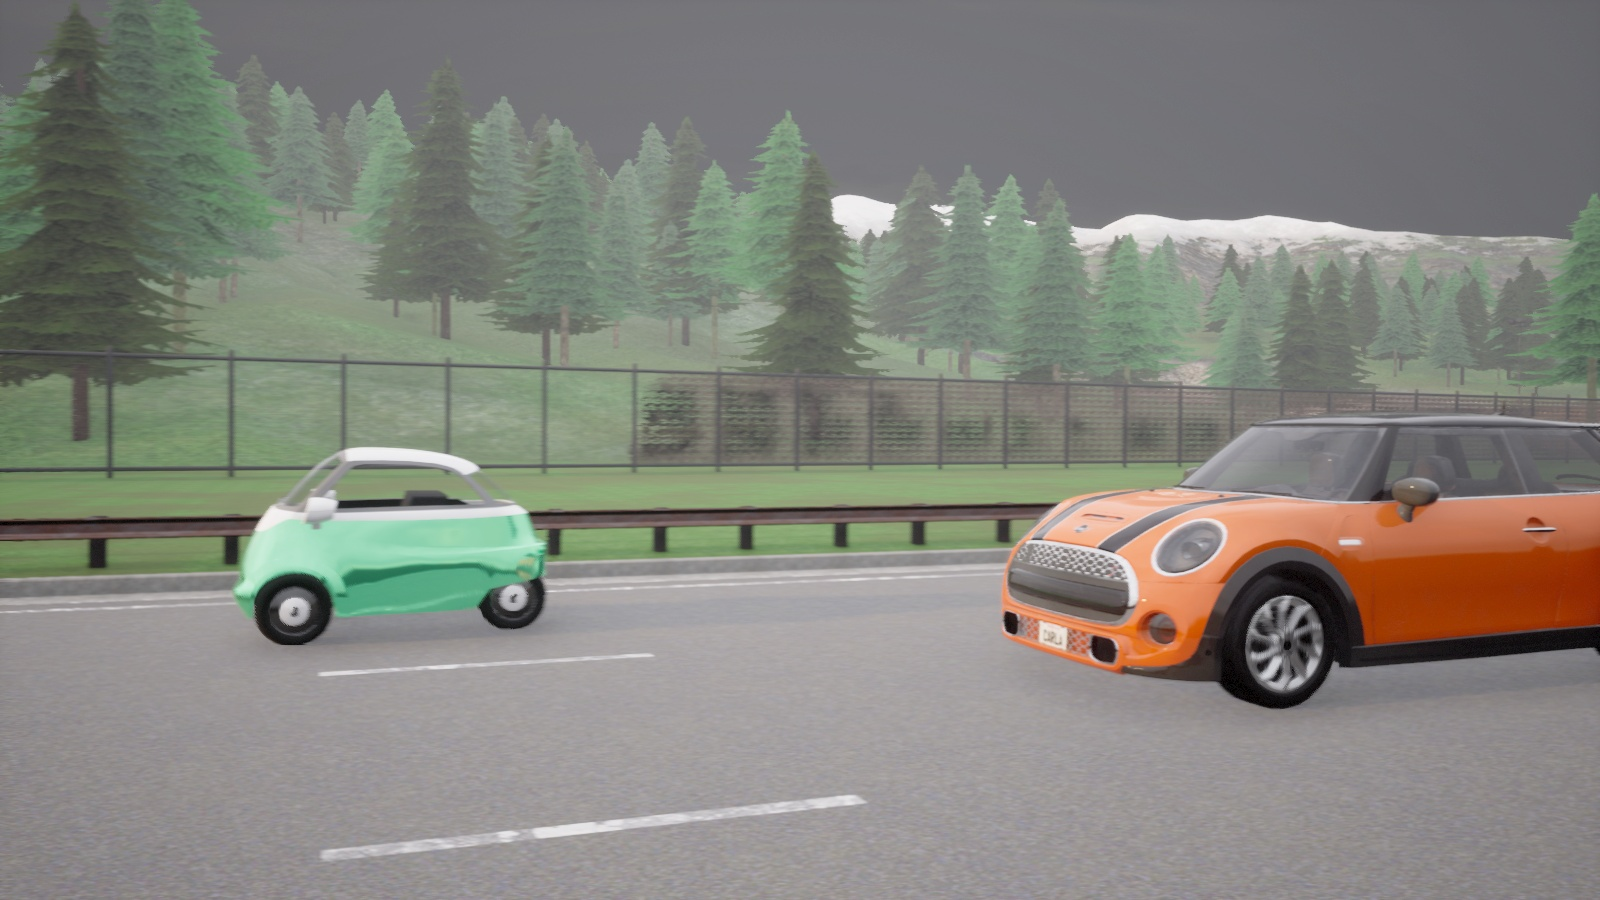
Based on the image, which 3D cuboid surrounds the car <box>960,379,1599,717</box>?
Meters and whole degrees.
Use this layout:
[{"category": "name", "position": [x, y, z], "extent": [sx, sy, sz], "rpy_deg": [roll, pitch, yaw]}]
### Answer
[{"category": "car", "position": [3.596, 0.459, 8.346], "extent": [4.553, 1.767, 2.097], "rpy_deg": [-1, 1, -21]}]

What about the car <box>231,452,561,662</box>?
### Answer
[{"category": "car", "position": [-3.064, 0.726, 9.563], "extent": [2.207, 1.376, 1.481], "rpy_deg": [-1, 1, -21]}]
